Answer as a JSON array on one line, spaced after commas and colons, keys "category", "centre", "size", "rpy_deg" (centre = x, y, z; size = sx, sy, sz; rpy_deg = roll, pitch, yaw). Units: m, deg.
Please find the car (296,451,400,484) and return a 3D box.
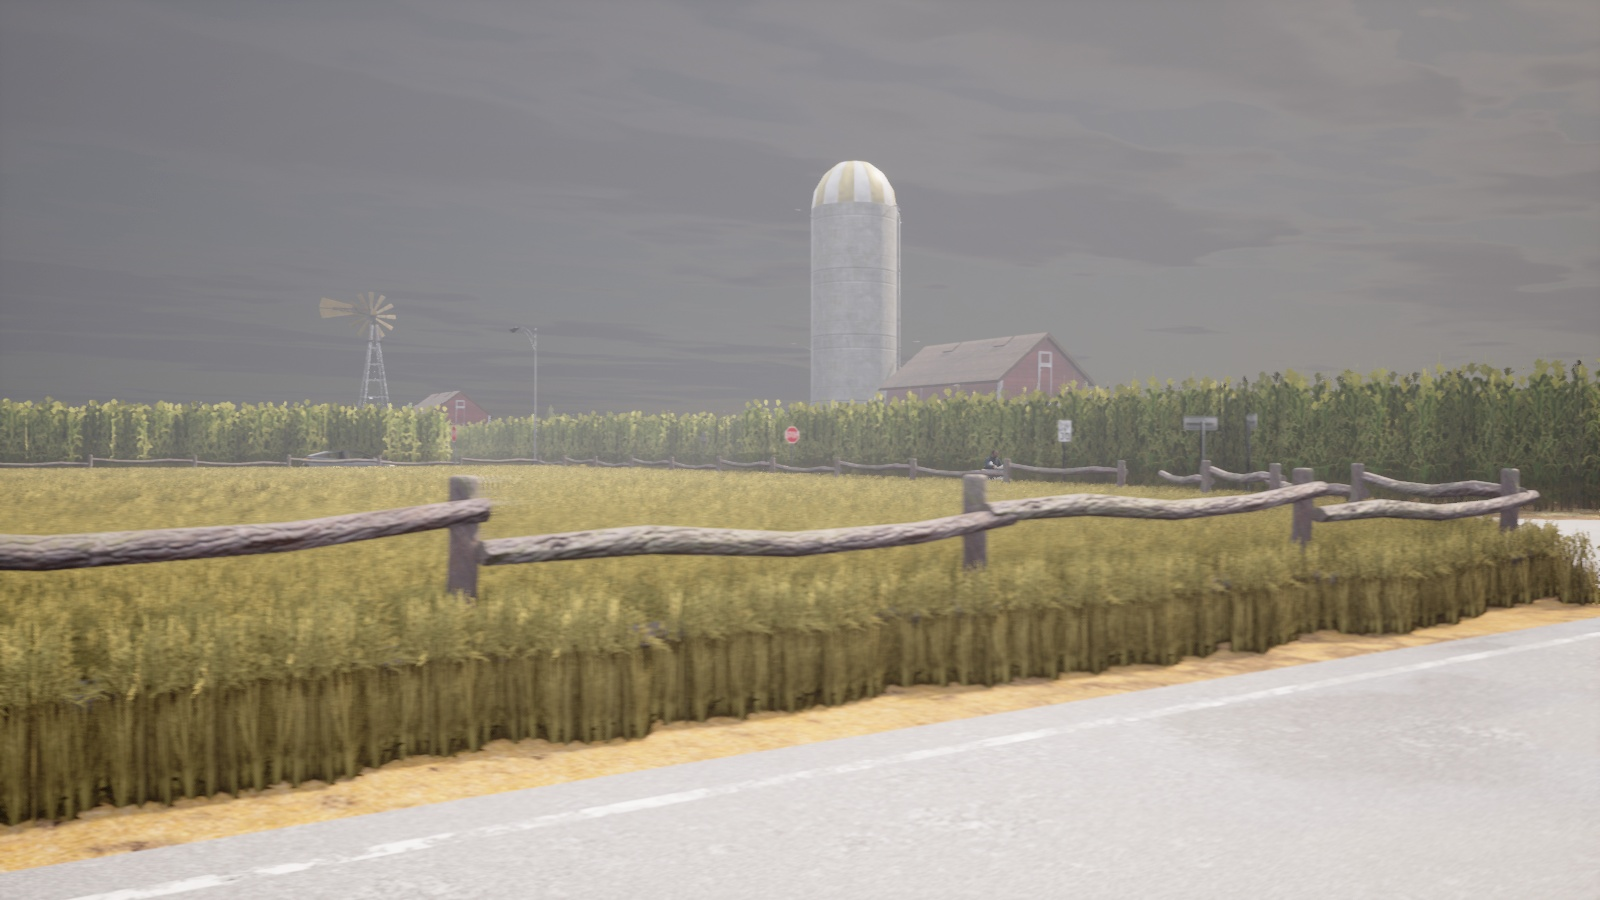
[{"category": "car", "centre": [-22.219, 0.817, 61.756], "size": [4.514, 1.525, 2.007], "rpy_deg": [-1, 0, -32]}]
